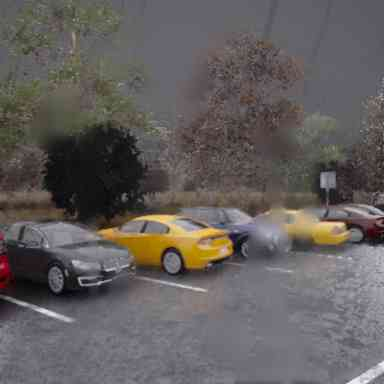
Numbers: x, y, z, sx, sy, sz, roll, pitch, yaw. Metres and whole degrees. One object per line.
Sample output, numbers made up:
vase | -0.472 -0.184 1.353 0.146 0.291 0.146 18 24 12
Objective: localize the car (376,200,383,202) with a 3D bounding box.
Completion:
car | 8.612 1.366 17.112 5.008 1.535 2.097 -1 -1 36

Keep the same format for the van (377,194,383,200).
van | 13.442 1.094 20.485 4.442 1.987 1.878 -1 0 36

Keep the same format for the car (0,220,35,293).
car | -6.054 1.236 6.935 5.566 2.045 2.435 -1 0 34

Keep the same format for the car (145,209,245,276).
car | -1.168 1.462 10.350 5.008 1.535 2.097 -1 0 35

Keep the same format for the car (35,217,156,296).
car | -3.603 1.481 8.651 4.892 1.521 2.231 -1 -1 35

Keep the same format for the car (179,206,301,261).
car | 1.244 1.314 12.077 4.553 1.767 2.185 -1 -1 35

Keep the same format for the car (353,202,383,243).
car | 6.160 1.390 15.422 5.008 1.535 2.097 -1 0 36

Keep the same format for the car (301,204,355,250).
car | 3.556 1.414 13.853 5.366 1.575 1.946 -1 0 35
